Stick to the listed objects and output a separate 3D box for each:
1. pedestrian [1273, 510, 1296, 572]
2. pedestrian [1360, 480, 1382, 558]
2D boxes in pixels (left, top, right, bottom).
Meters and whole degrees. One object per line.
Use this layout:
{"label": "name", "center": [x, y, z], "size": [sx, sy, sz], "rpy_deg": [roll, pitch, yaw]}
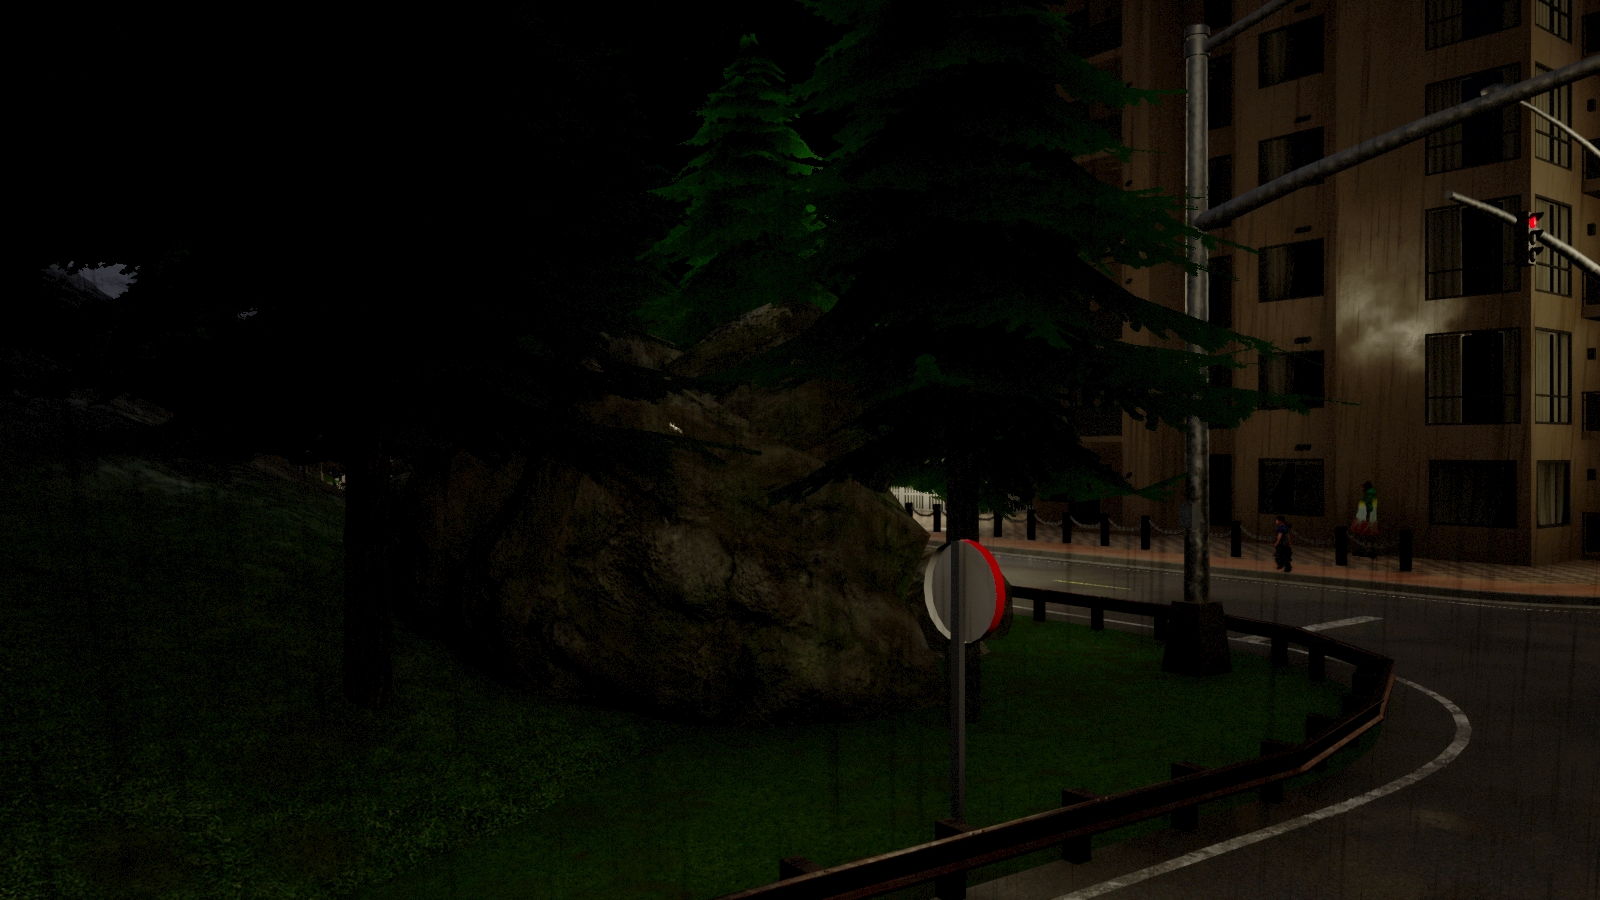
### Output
{"label": "pedestrian", "center": [10.572, 1.974, 24.921], "size": [0.375, 1.300, 0.375], "rpy_deg": [0, 0, 38]}
{"label": "pedestrian", "center": [13.952, 1.677, 27.912], "size": [0.375, 1.860, 0.375], "rpy_deg": [0, 0, -39]}
